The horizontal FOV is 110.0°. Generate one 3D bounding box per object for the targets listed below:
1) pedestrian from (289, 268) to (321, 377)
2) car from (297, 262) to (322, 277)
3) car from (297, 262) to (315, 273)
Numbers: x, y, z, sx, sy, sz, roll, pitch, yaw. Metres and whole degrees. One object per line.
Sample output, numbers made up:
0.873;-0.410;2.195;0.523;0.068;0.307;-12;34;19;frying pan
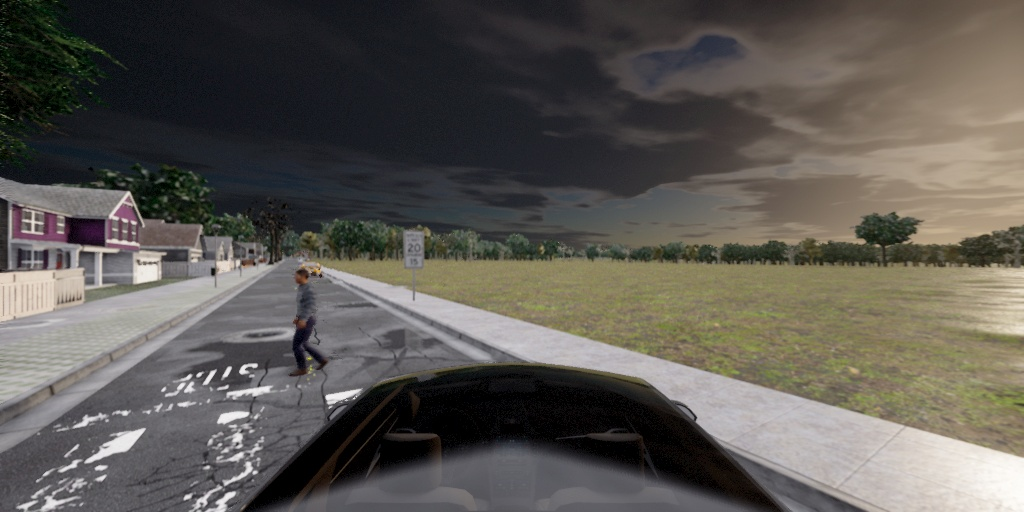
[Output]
-3.523;1.065;6.094;0.375;1.860;0.375;1;-1;-32;pedestrian
-21.193;1.399;37.684;1.882;1.535;5.008;0;-1;-31;car
-28.661;1.519;49.776;2.033;1.411;5.357;0;0;-31;car
